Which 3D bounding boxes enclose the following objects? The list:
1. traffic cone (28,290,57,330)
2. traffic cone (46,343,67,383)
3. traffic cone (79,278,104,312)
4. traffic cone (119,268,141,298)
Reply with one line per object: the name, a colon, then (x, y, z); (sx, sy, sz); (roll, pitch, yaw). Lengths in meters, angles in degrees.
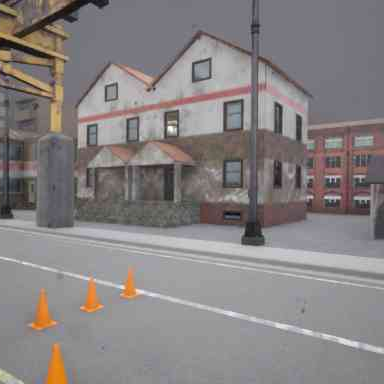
traffic cone: (-2.516, 1.949, 5.606); (0.340, 0.580, 0.340); (0, 0, 36)
traffic cone: (-1.479, 1.952, 3.625); (0.340, 0.580, 0.340); (0, 0, 36)
traffic cone: (-1.931, 1.949, 6.417); (0.340, 0.580, 0.340); (0, 0, 36)
traffic cone: (-1.346, 1.949, 7.228); (0.340, 0.580, 0.340); (0, 0, 36)
